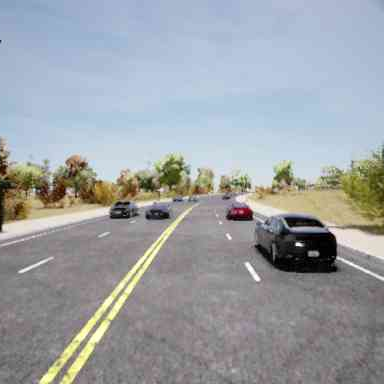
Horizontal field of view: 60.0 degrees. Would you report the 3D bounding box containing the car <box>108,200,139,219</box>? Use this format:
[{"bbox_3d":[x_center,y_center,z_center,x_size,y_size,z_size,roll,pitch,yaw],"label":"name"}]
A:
[{"bbox_3d":[-5.926,1.479,29.315,1.837,1.490,4.892,0,0,3],"label":"car"}]

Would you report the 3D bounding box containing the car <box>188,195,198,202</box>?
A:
[{"bbox_3d":[0.220,1.380,69.071,2.128,1.511,4.902,0,0,6],"label":"car"}]

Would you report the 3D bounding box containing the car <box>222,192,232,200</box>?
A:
[{"bbox_3d":[8.831,1.302,87.442,1.812,1.442,4.674,0,0,7],"label":"car"}]

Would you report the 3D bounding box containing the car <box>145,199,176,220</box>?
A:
[{"bbox_3d":[-2.722,1.541,28.137,1.994,1.385,4.181,0,0,3],"label":"car"}]

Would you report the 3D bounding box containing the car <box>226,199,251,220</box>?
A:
[{"bbox_3d":[3.982,1.541,28.246,1.994,1.385,4.181,0,0,2],"label":"car"}]

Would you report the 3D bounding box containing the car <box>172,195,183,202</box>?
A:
[{"bbox_3d":[-2.969,1.390,69.831,2.033,1.411,5.357,0,0,6],"label":"car"}]

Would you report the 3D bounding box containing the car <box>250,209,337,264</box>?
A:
[{"bbox_3d":[3.490,1.502,11.850,1.837,1.490,4.892,0,0,1],"label":"car"}]
